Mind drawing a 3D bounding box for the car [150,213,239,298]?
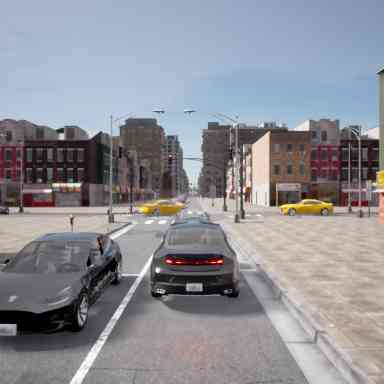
[{"bbox_3d":[0.083,1.507,8.536,1.837,1.490,4.892,0,0,1],"label":"car"}]

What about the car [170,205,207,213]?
[{"bbox_3d":[0.054,1.608,17.747,1.895,1.301,4.718,0,0,1],"label":"car"}]

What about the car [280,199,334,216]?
[{"bbox_3d":[11.131,1.487,32.423,5.008,1.535,1.882,0,0,0],"label":"car"}]

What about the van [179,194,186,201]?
[{"bbox_3d":[-2.504,1.529,89.471,1.690,1.788,3.998,0,0,0],"label":"van"}]

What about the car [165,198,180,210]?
[{"bbox_3d":[-2.569,1.571,44.458,1.752,1.417,4.829,0,0,0],"label":"car"}]

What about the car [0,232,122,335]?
[{"bbox_3d":[-2.623,1.567,6.858,1.947,1.339,4.313,0,0,0],"label":"car"}]

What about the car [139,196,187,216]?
[{"bbox_3d":[-2.702,1.514,32.449,5.008,1.535,1.882,0,1,-36],"label":"car"}]

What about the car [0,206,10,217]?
[{"bbox_3d":[-18.787,1.547,29.560,4.892,1.490,1.837,0,0,0],"label":"car"}]

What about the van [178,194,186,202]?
[{"bbox_3d":[-2.512,1.507,83.866,1.690,1.788,3.998,0,0,0],"label":"van"}]

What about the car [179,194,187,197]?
[{"bbox_3d":[-2.537,1.547,67.049,1.967,1.590,4.097,0,0,0],"label":"car"}]

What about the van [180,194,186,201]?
[{"bbox_3d":[-2.496,1.551,95.077,1.690,1.788,3.998,0,0,0],"label":"van"}]
